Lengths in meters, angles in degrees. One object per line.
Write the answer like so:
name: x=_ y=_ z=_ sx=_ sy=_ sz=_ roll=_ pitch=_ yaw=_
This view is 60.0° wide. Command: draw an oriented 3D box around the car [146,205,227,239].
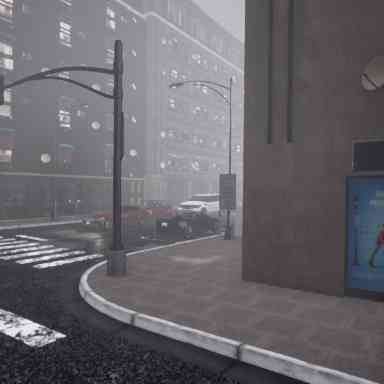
car: x=-0.134 y=1.599 z=17.759 sx=1.947 sy=1.339 sz=4.313 roll=1 pitch=1 yaw=35

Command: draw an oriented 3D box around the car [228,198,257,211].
car: x=6.228 y=1.484 z=40.589 sx=1.802 sy=1.307 sz=4.206 roll=1 pitch=1 yaw=35

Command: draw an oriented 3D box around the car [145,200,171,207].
car: x=-3.384 y=1.362 z=26.854 sx=1.967 sy=1.590 sz=4.097 roll=1 pitch=1 yaw=35

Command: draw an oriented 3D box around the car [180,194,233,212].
car: x=1.080 y=1.171 z=28.932 sx=2.150 sy=2.045 sz=5.566 roll=1 pitch=1 yaw=35

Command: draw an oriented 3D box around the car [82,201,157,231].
car: x=-4.586 y=1.487 z=20.843 sx=1.812 sy=1.442 sz=4.674 roll=1 pitch=1 yaw=35

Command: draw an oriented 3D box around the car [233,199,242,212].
car: x=3.027 y=1.224 z=36.009 sx=2.192 sy=1.841 sz=5.009 roll=1 pitch=1 yaw=35
